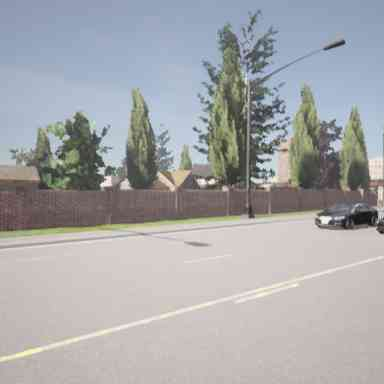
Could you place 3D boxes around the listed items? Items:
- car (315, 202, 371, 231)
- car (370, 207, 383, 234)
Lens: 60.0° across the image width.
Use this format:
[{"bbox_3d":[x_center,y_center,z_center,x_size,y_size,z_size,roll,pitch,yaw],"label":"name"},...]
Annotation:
[{"bbox_3d":[9.297,1.375,19.868,4.902,1.511,2.128,0,0,-37],"label":"car"},{"bbox_3d":[11.206,1.447,16.934,4.181,1.385,1.994,0,0,-37],"label":"car"}]
